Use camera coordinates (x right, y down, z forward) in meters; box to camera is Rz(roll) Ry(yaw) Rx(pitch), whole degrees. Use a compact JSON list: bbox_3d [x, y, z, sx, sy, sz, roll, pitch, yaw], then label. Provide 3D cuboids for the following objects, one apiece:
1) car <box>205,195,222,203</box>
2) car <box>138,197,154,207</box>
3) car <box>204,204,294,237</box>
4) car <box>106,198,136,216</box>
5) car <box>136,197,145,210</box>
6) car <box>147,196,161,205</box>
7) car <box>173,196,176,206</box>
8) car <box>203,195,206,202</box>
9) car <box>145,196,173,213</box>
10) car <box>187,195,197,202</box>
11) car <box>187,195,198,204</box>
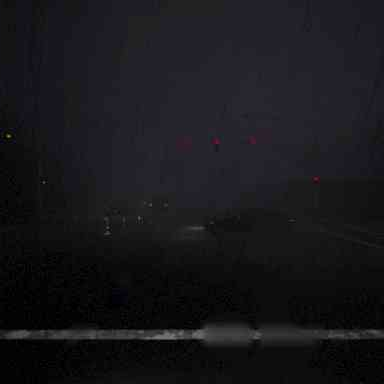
[{"bbox_3d":[3.612,1.543,51.569,2.033,1.411,5.357,0,0,0],"label":"car"},{"bbox_3d":[-7.076,1.500,51.677,1.837,1.490,4.892,0,0,0],"label":"car"},{"bbox_3d":[2.959,1.549,17.463,4.674,1.442,1.812,0,0,0],"label":"car"},{"bbox_3d":[-7.085,1.523,32.897,1.812,1.442,4.674,0,0,0],"label":"car"},{"bbox_3d":[-7.082,1.474,42.191,1.882,1.535,5.008,0,0,0],"label":"car"},{"bbox_3d":[-7.046,1.486,62.085,2.128,1.511,4.902,0,0,0],"label":"car"},{"bbox_3d":[-3.581,1.560,45.562,1.994,1.385,4.181,0,0,0],"label":"car"},{"bbox_3d":[3.524,1.349,73.144,2.097,1.767,4.553,0,0,0],"label":"car"},{"bbox_3d":[-3.578,1.349,36.992,2.097,1.767,4.553,0,0,0],"label":"car"},{"bbox_3d":[0.021,1.407,73.882,1.994,1.385,4.181,0,0,0],"label":"car"},{"bbox_3d":[0.018,1.499,63.773,1.837,1.490,4.892,0,0,0],"label":"car"}]
